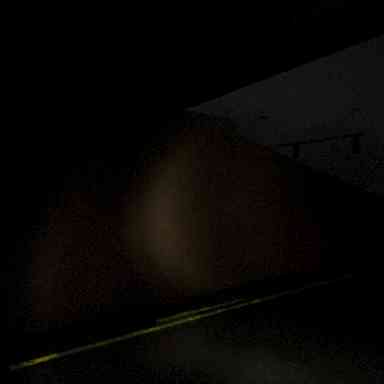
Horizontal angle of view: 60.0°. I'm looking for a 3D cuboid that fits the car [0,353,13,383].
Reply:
[{"bbox_3d":[-3.719,1.216,1.109,5.566,2.045,2.150,1,-1,-35],"label":"car"}]
